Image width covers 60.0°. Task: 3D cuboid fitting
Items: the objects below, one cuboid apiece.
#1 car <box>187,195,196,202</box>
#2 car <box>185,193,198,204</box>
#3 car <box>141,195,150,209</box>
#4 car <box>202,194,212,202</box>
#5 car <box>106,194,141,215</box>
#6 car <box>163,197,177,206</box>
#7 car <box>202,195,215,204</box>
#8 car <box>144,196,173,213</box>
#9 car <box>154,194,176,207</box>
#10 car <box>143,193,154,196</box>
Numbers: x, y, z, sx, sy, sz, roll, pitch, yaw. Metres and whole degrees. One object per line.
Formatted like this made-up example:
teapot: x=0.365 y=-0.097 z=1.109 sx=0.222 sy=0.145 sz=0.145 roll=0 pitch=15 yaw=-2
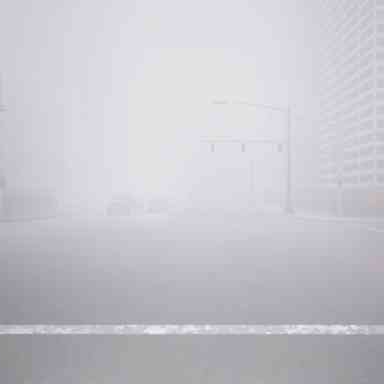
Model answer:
car: x=-0.150 y=1.376 z=74.397 sx=1.994 sy=1.385 sz=4.181 roll=0 pitch=0 yaw=0
car: x=-0.128 y=1.216 z=63.726 sx=2.150 sy=2.045 sz=5.566 roll=0 pitch=0 yaw=0
car: x=-7.191 y=1.544 z=44.759 sx=2.033 sy=1.411 sz=5.357 roll=0 pitch=0 yaw=0
car: x=3.353 y=1.349 z=74.548 sx=2.097 sy=1.767 sz=4.553 roll=0 pitch=0 yaw=0
car: x=-7.152 y=1.219 z=34.507 sx=2.150 sy=2.045 sz=5.566 roll=0 pitch=0 yaw=2
car: x=-3.701 y=1.559 z=56.459 sx=1.994 sy=1.385 sz=4.181 roll=0 pitch=0 yaw=0
car: x=3.466 y=1.520 z=64.646 sx=1.812 sy=1.442 sz=4.674 roll=0 pitch=0 yaw=0
car: x=-3.676 y=1.488 z=37.430 sx=2.128 sy=1.511 sz=4.902 roll=0 pitch=0 yaw=0
car: x=-3.690 y=1.348 z=46.646 sx=2.097 sy=1.767 sz=4.553 roll=0 pitch=0 yaw=0
car: x=-7.200 y=1.217 z=55.283 sx=2.150 sy=2.045 sz=5.566 roll=0 pitch=0 yaw=0
